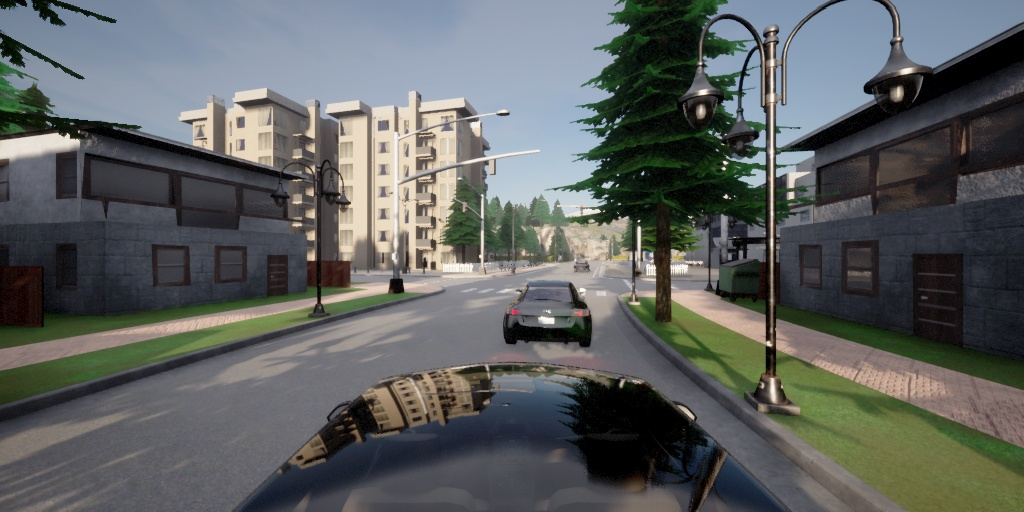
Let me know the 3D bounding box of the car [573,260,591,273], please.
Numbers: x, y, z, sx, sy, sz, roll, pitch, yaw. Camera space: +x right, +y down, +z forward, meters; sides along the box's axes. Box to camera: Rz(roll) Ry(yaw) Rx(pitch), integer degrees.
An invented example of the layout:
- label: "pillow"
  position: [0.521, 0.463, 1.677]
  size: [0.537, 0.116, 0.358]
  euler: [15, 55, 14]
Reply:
- label: "car"
  position: [8.778, 1.276, 44.965]
  size: [2.128, 1.511, 4.902]
  euler: [0, 0, 14]

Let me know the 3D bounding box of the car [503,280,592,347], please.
- label: "car"
  position: [1.005, 1.314, 9.431]
  size: [1.994, 1.385, 4.181]
  euler: [0, 0, 8]
